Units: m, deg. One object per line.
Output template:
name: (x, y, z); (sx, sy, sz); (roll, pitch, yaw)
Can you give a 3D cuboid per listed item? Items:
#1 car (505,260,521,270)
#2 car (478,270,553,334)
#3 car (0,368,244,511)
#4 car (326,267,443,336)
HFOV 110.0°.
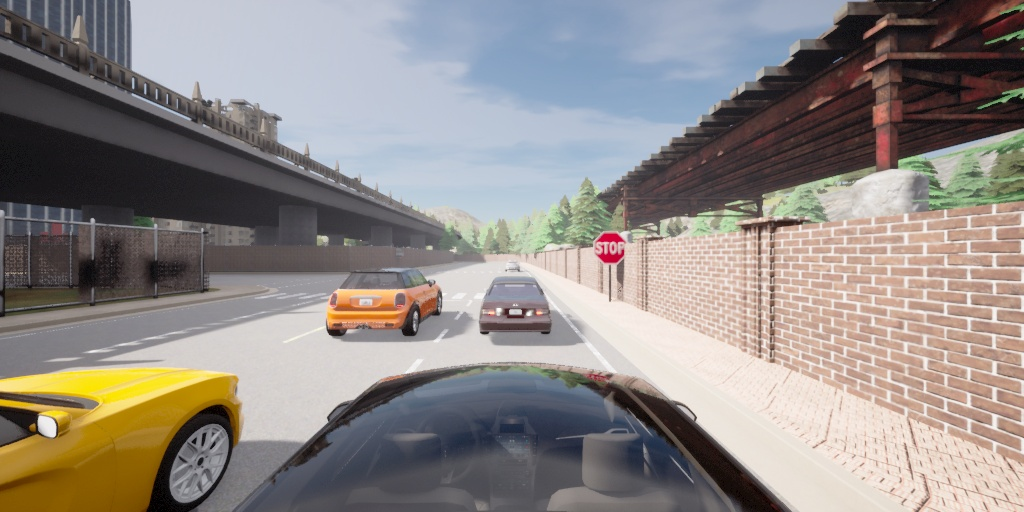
car: (0.068, 1.275, 46.342); (1.812, 1.442, 4.674); (0, 0, -1)
car: (0.078, 1.297, 10.537); (2.033, 1.411, 5.357); (0, 0, 0)
car: (-3.398, 1.228, 1.257); (1.882, 1.535, 5.008); (0, 0, 0)
car: (-3.423, 1.102, 10.515); (2.097, 1.767, 4.553); (0, 0, 0)
